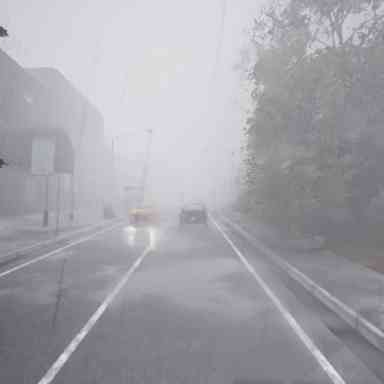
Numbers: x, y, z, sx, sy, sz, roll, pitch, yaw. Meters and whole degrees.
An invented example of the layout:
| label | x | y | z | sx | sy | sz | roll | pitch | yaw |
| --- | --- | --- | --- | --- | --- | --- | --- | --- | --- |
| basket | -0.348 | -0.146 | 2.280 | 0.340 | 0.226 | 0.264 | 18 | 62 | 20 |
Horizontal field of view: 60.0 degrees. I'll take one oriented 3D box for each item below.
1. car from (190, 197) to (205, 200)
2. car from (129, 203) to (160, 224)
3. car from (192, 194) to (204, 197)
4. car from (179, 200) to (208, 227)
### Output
| label | x | y | z | sx | sy | sz | roll | pitch | yaw |
| --- | --- | --- | --- | --- | --- | --- | --- | --- | --- |
| car | 0.671 | 1.654 | 41.688 | 1.812 | 1.442 | 4.674 | -1 | 0 | 5 |
| car | -3.567 | 1.568 | 25.632 | 1.882 | 1.535 | 5.008 | 0 | 0 | 0 |
| car | 1.121 | 1.456 | 66.689 | 2.150 | 2.045 | 5.566 | -2 | 0 | 14 |
| car | 0.094 | 1.561 | 23.877 | 1.882 | 1.535 | 5.008 | 0 | 0 | 0 |
